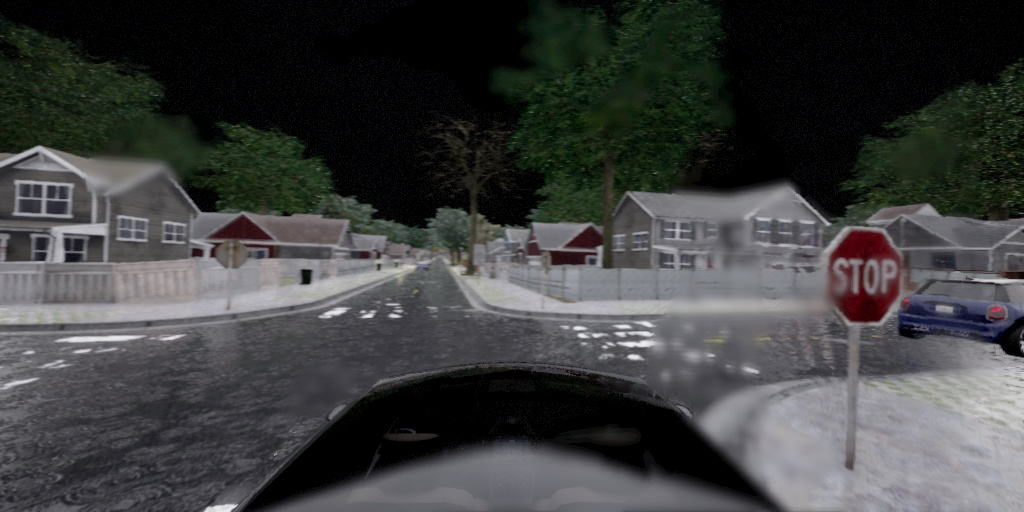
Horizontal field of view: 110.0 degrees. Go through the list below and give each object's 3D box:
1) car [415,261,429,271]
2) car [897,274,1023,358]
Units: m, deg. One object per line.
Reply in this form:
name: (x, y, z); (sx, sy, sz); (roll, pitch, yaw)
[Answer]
car: (-13.522, 1.512, 54.155); (1.812, 1.442, 4.674); (2, -1, -11)
car: (12.527, 1.361, 9.077); (4.553, 1.767, 2.097); (1, 0, -12)
